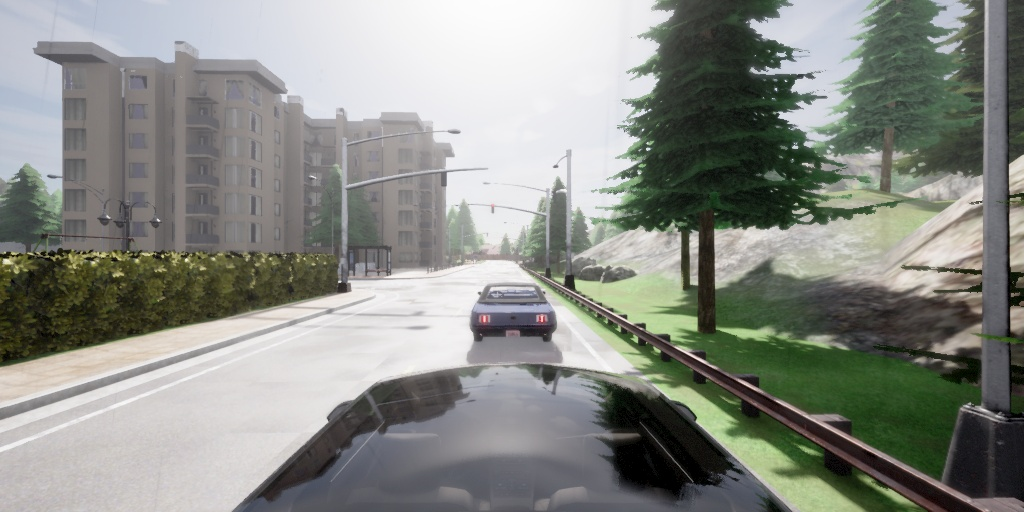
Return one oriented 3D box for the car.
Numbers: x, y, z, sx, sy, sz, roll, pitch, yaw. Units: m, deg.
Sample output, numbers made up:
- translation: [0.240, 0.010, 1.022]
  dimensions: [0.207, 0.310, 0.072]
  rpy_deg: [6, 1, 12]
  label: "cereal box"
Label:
- translation: [-0.003, 1.351, 9.771]
  dimensions: [1.895, 1.301, 4.718]
  rpy_deg: [0, 0, -1]
  label: "car"
